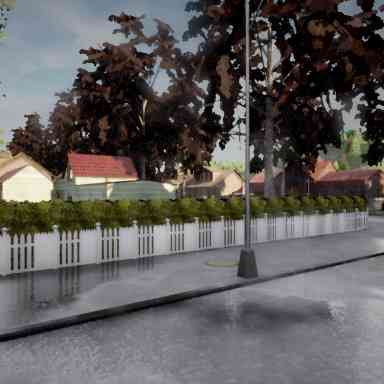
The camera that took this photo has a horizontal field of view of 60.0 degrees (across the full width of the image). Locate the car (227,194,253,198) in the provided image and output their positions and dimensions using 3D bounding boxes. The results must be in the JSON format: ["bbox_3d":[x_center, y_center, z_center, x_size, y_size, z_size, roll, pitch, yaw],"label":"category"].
[{"bbox_3d":[5.953,1.221,44.396,2.150,2.045,5.566,0,0,-35],"label":"car"}]
